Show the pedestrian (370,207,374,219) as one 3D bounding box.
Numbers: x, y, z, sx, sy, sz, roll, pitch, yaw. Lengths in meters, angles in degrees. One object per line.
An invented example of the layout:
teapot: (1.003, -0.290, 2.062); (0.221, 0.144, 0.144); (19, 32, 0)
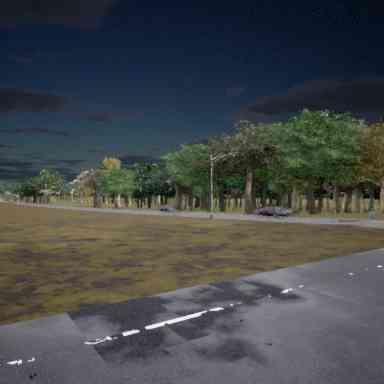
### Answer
pedestrian: (19.255, 2.203, 35.535); (0.375, 1.300, 0.375); (-2, 1, -33)

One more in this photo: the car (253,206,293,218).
car: (10.205, 2.507, 42.238); (2.033, 1.411, 5.357); (1, -2, -33)

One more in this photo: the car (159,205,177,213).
car: (-4.796, 3.322, 65.142); (2.128, 1.511, 4.902); (1, -2, -33)
